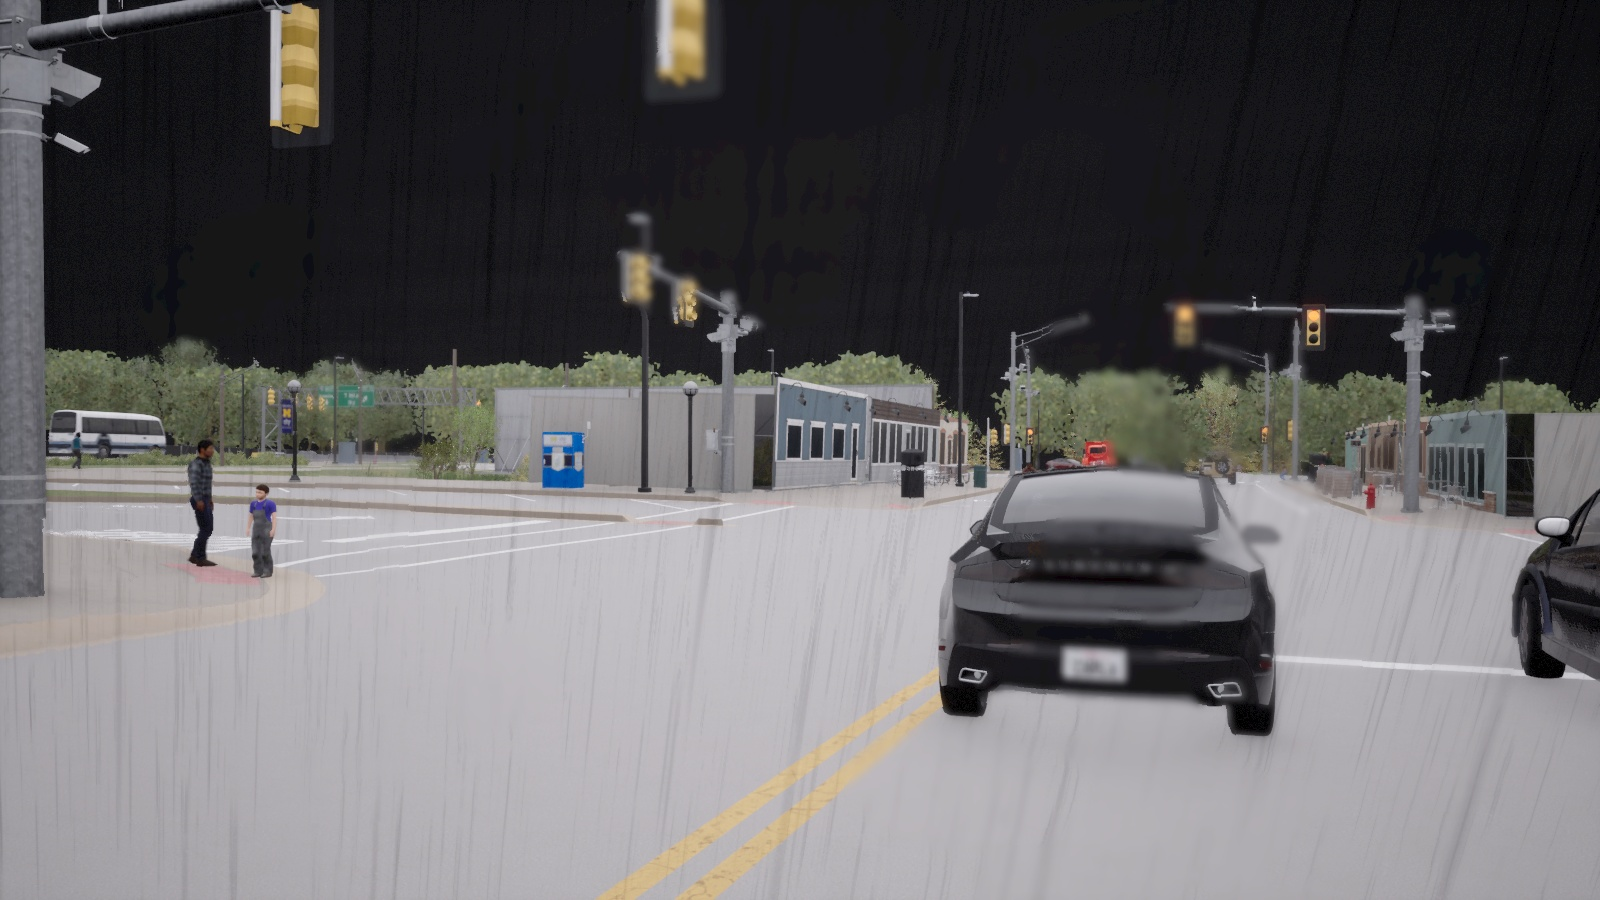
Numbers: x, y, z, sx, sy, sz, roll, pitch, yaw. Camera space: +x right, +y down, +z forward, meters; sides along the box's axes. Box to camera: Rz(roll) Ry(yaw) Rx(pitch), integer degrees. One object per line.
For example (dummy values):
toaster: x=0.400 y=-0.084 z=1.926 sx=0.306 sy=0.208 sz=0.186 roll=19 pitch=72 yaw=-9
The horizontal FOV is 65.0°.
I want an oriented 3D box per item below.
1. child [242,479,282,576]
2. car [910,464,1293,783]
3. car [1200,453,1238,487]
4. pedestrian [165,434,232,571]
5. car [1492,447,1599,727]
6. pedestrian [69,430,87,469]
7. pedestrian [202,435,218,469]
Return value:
child: x=-7.189 y=1.024 z=16.794 sx=0.270 sy=1.263 sz=0.437 roll=1 pitch=1 yaw=16
car: x=2.155 y=0.886 z=8.577 sx=1.837 sy=1.490 sz=4.892 roll=1 pitch=-1 yaw=17
car: x=23.680 y=1.096 z=71.104 sx=1.932 sy=1.855 sz=4.605 roll=1 pitch=0 yaw=17
pedestrian: x=-8.632 y=0.742 z=18.035 sx=0.788 sy=1.949 sz=0.423 roll=0 pitch=1 yaw=-10
car: x=5.806 y=0.822 z=7.885 sx=1.851 sy=1.617 sz=3.988 roll=1 pitch=-1 yaw=18
pedestrian: x=-35.116 y=-0.028 z=61.102 sx=0.396 sy=1.930 sz=0.692 roll=1 pitch=1 yaw=17
pedestrian: x=-32.511 y=0.118 z=69.180 sx=0.402 sy=1.842 sz=0.726 roll=1 pitch=1 yaw=20
